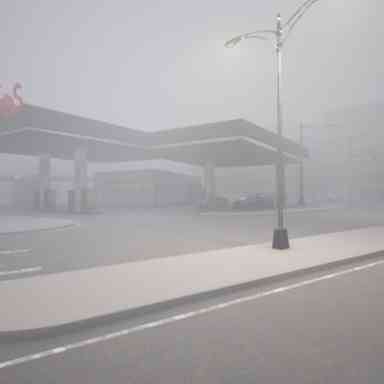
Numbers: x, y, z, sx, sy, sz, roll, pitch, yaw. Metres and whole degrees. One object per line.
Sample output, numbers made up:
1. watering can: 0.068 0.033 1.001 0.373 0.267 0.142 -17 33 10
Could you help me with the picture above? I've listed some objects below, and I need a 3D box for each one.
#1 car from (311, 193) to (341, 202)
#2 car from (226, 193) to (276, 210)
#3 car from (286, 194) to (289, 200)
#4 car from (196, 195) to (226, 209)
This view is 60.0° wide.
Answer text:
1. car: 21.516 0.870 53.605 1.812 1.442 4.674 -1 1 -36
2. car: 6.270 0.958 34.128 4.611 1.667 2.242 -1 1 -35
3. car: 15.663 0.848 61.684 1.837 1.490 4.892 -1 1 -36
4. car: 2.353 1.127 38.399 3.806 1.475 1.970 -1 1 -35
